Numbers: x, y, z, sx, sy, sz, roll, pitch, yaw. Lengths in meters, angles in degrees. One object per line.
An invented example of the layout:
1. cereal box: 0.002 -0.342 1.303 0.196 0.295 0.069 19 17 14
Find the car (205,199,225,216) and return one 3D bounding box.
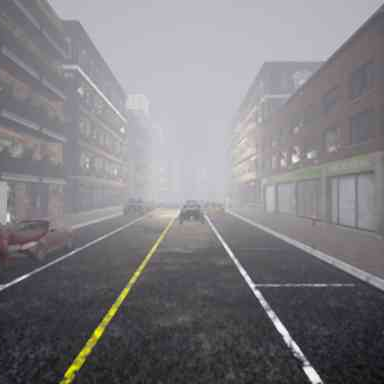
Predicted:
1. car: 2.532 1.688 35.060 1.752 1.417 4.829 0 0 0

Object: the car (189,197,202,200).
1. car: -0.100 1.678 42.224 1.882 1.535 5.008 0 0 0

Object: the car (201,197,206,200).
1. car: 2.478 1.759 46.162 1.887 1.381 4.507 0 0 0

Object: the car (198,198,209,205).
1. car: 2.371 1.869 68.706 2.008 1.369 4.403 0 0 0

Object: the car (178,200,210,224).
1. car: -0.019 1.615 25.714 2.128 1.511 4.902 0 0 0

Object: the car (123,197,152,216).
1. car: -5.847 1.490 34.855 2.192 1.841 5.009 0 0 0

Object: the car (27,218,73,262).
1. car: -5.740 1.651 12.309 1.802 1.307 4.206 0 0 0

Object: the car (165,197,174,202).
1. car: -6.118 1.984 91.215 2.008 1.369 4.403 0 0 0

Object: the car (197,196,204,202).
1. car: 2.262 1.946 91.421 1.752 1.417 4.829 0 0 0

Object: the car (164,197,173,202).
1. car: -6.091 1.958 85.578 2.008 1.369 4.403 0 0 0

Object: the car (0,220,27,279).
1. car: -5.712 1.357 6.674 2.192 1.841 5.009 0 0 0

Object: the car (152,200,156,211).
1. car: -5.875 1.641 40.490 1.967 1.590 4.097 0 0 0
